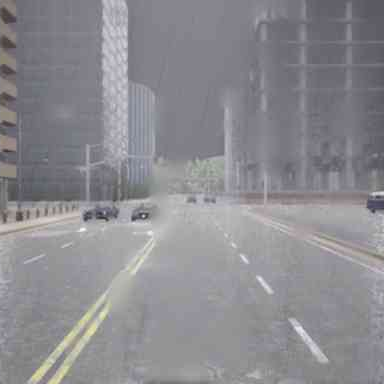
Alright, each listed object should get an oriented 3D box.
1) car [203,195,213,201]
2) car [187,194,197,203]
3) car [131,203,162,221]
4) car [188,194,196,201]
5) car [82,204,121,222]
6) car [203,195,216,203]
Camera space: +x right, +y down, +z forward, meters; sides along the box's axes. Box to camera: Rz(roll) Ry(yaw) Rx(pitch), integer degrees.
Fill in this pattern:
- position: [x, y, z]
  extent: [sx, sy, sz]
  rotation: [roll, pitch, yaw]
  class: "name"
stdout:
- position: [3.483, 1.326, 74.294]
  extent: [2.033, 1.411, 5.357]
  rotation: [0, 0, 0]
  class: "car"
- position: [-0.015, 1.501, 64.205]
  extent: [1.895, 1.301, 4.718]
  rotation: [0, 0, 0]
  class: "car"
- position: [-3.506, 1.546, 26.089]
  extent: [1.994, 1.385, 4.181]
  rotation: [0, 0, 0]
  class: "car"
- position: [-0.017, 1.287, 74.293]
  extent: [1.837, 1.490, 4.892]
  rotation: [0, 0, 0]
  class: "car"
- position: [-7.006, 1.592, 26.058]
  extent: [1.895, 1.301, 4.718]
  rotation: [0, 0, 0]
  class: "car"
- position: [3.510, 1.377, 63.993]
  extent: [1.882, 1.535, 5.008]
  rotation: [0, 0, 0]
  class: "car"
